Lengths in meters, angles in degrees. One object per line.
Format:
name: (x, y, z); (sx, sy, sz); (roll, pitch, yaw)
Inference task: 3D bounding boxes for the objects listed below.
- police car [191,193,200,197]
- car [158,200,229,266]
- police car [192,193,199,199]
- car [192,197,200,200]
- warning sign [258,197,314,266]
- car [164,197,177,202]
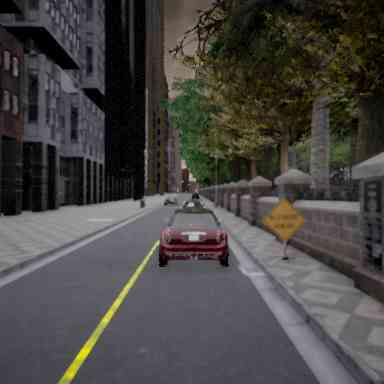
police car: (0.896, 1.087, 79.810); (1.930, 1.638, 5.238); (0, 0, 0)
car: (0.066, 1.325, 11.637); (2.097, 1.767, 4.553); (0, 0, 0)
police car: (0.896, 1.027, 89.812); (1.930, 1.638, 5.238); (0, 0, 0)
car: (0.073, 1.445, 27.978); (1.812, 1.442, 4.674); (0, 0, 0)
warning sign: (2.700, 1.096, 9.708); (1.300, 1.860, 1.060); (-1, -1, 0)
car: (-3.079, 1.390, 49.656); (1.994, 1.385, 4.181); (0, 0, 0)
